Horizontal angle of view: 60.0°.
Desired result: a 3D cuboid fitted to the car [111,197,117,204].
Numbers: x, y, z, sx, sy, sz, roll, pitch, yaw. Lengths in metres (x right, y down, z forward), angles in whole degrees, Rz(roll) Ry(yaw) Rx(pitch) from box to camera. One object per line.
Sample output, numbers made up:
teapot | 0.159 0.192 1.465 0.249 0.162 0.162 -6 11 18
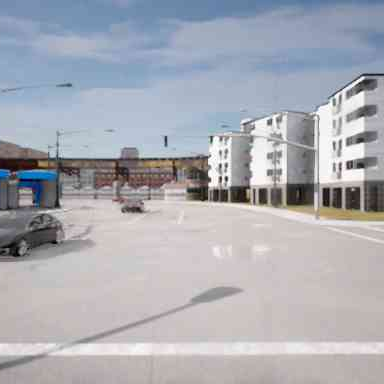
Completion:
car | -12.679 1.529 59.487 1.895 1.301 4.718 0 0 -35

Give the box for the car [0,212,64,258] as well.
car | -6.711 1.582 13.058 1.837 1.490 4.892 0 0 3

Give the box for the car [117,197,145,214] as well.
car | -6.340 1.402 36.160 2.097 1.767 4.553 0 0 -1
